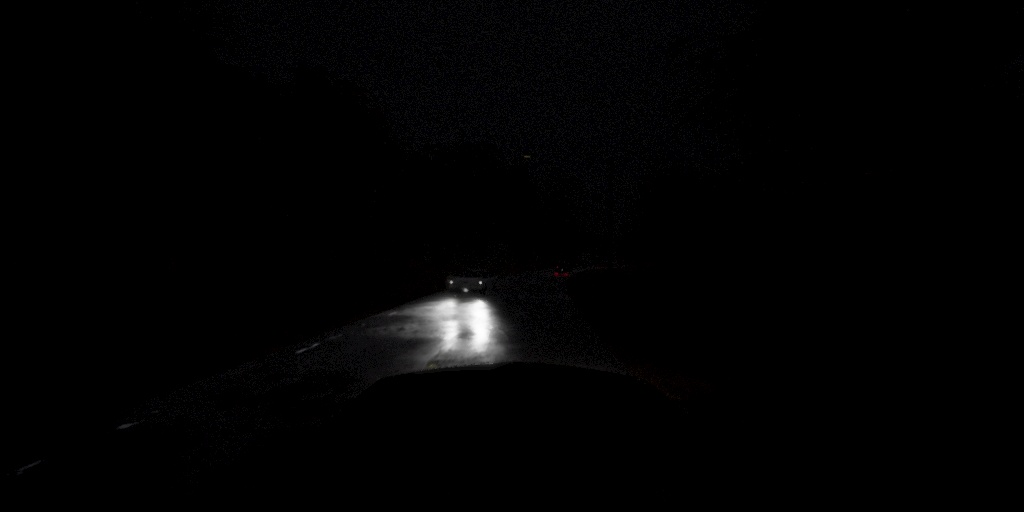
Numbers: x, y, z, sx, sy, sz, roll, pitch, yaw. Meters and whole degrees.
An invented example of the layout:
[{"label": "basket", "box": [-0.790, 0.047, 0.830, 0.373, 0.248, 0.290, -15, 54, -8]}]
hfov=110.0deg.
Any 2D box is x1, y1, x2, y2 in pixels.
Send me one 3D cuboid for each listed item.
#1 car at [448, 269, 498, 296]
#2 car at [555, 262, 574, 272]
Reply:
[{"label": "car", "box": [-1.995, 1.367, 19.521, 1.895, 1.301, 4.718, 0, 0, 7]}, {"label": "car", "box": [7.033, 1.467, 47.414, 1.895, 1.301, 4.718, 0, 0, 17]}]
